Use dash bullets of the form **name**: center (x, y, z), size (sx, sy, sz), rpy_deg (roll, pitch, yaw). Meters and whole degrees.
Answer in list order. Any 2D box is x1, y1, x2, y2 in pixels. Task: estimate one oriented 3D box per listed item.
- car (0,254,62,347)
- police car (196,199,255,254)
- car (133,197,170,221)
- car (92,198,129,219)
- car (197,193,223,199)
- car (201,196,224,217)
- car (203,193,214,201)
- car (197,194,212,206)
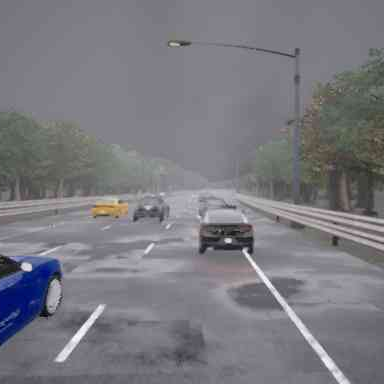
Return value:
- **car**: center (-3.359, 1.433, 4.237), size (1.882, 1.535, 5.008), rpy_deg (0, 1, 0)
- **police car**: center (1.205, 1.302, 13.093), size (1.930, 1.638, 5.238), rpy_deg (0, 1, 1)
- **car**: center (-2.861, 1.120, 24.421), size (2.097, 1.767, 4.553), rpy_deg (0, 0, 2)
- **car**: center (-6.296, 1.227, 26.246), size (1.882, 1.535, 5.008), rpy_deg (0, 1, 2)
- **car**: center (1.499, 1.138, 22.795), size (2.097, 1.767, 4.553), rpy_deg (0, 1, 2)
- **car**: center (1.763, 1.186, 28.916), size (1.801, 1.575, 5.366), rpy_deg (0, 1, 3)
- **car**: center (3.180, 0.953, 62.932), size (1.812, 1.442, 4.674), rpy_deg (0, 1, 6)
- **car**: center (1.820, 1.068, 47.544), size (1.837, 1.490, 4.892), rpy_deg (0, 1, 5)
